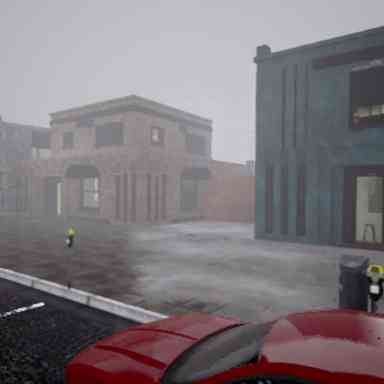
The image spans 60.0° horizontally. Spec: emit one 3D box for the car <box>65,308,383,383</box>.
[{"bbox_3d":[0.952,1.542,2.192,4.507,1.381,1.887,0,1,36],"label":"car"}]
